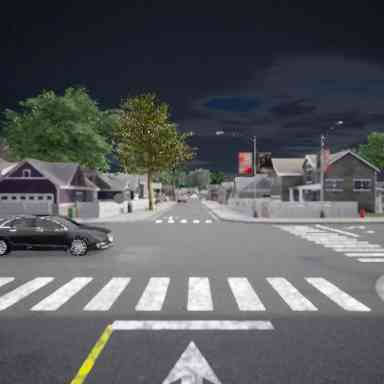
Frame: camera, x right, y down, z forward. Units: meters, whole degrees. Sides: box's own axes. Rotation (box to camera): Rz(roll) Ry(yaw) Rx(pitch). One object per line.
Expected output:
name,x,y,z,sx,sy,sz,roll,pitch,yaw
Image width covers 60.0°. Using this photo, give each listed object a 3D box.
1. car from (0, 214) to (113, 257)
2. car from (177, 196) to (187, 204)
car,-5.570,1.621,12.945,4.892,1.490,1.837,0,0,0
car,-2.077,1.673,70.038,1.882,1.535,5.008,0,0,0
